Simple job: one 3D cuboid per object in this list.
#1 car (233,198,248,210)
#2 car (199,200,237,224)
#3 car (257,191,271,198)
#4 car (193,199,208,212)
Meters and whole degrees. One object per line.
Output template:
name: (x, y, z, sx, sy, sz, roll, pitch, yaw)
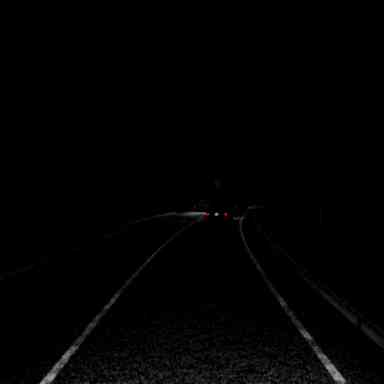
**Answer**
car: (6.035, 1.494, 42.333, 2.128, 1.511, 4.902, -2, 0, 16)
car: (2.068, 1.573, 25.114, 2.033, 1.411, 5.357, -1, 0, 9)
car: (16.849, 0.778, 77.625, 2.150, 2.045, 5.566, -3, -1, 26)
car: (1.501, 1.635, 39.904, 1.812, 1.442, 4.674, -2, 0, 15)
